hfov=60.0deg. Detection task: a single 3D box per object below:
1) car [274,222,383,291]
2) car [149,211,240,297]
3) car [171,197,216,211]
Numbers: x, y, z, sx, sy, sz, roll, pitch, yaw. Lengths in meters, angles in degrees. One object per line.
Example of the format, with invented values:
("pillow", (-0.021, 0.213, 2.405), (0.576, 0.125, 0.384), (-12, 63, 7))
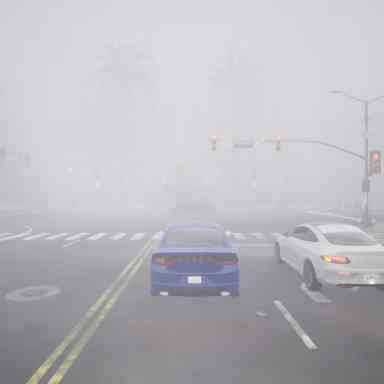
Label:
("car", (3.563, 1.526, 8.901), (1.812, 1.442, 4.674), (0, 0, 0))
("car", (0.062, 1.478, 8.650), (1.882, 1.535, 5.008), (0, 0, 0))
("car", (0.108, 1.352, 34.144), (4.553, 1.767, 2.097), (0, 0, 0))
